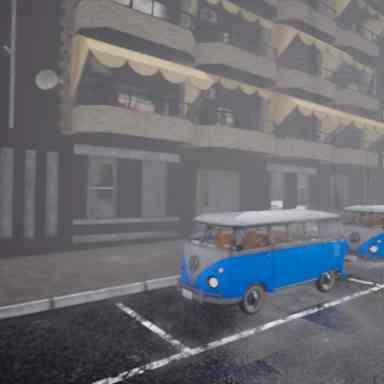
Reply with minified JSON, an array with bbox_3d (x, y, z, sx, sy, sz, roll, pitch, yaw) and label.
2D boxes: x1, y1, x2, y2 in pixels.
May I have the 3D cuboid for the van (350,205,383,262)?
[{"bbox_3d":[6.152,1.290,10.418,3.998,1.788,1.690,0,2,-35],"label":"van"}]

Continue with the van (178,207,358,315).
[{"bbox_3d":[1.638,1.313,7.220,3.998,1.788,1.690,0,2,-35],"label":"van"}]
